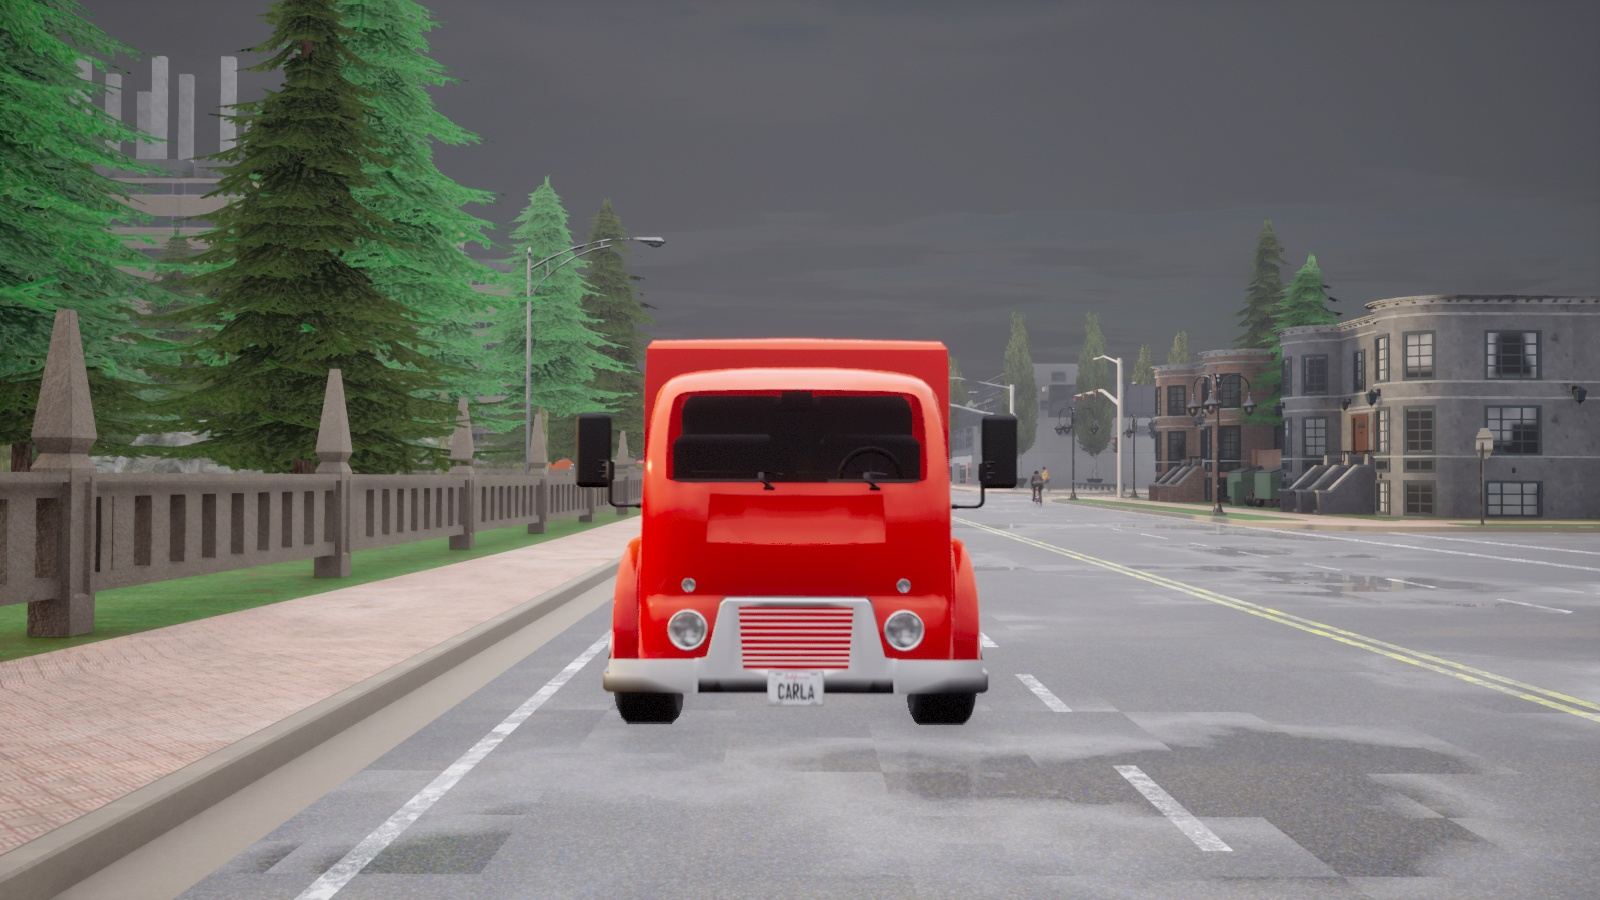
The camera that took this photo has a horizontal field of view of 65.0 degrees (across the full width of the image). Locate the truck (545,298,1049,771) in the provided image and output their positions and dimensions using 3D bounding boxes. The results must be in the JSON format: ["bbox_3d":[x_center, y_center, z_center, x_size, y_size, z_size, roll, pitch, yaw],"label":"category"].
[{"bbox_3d":[-0.025,0.482,9.183,2.627,2.467,5.204,0,-1,0],"label":"truck"}]

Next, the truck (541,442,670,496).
[{"bbox_3d":[-12.808,1.270,82.757,7.936,3.462,2.891,0,-1,14],"label":"truck"}]
